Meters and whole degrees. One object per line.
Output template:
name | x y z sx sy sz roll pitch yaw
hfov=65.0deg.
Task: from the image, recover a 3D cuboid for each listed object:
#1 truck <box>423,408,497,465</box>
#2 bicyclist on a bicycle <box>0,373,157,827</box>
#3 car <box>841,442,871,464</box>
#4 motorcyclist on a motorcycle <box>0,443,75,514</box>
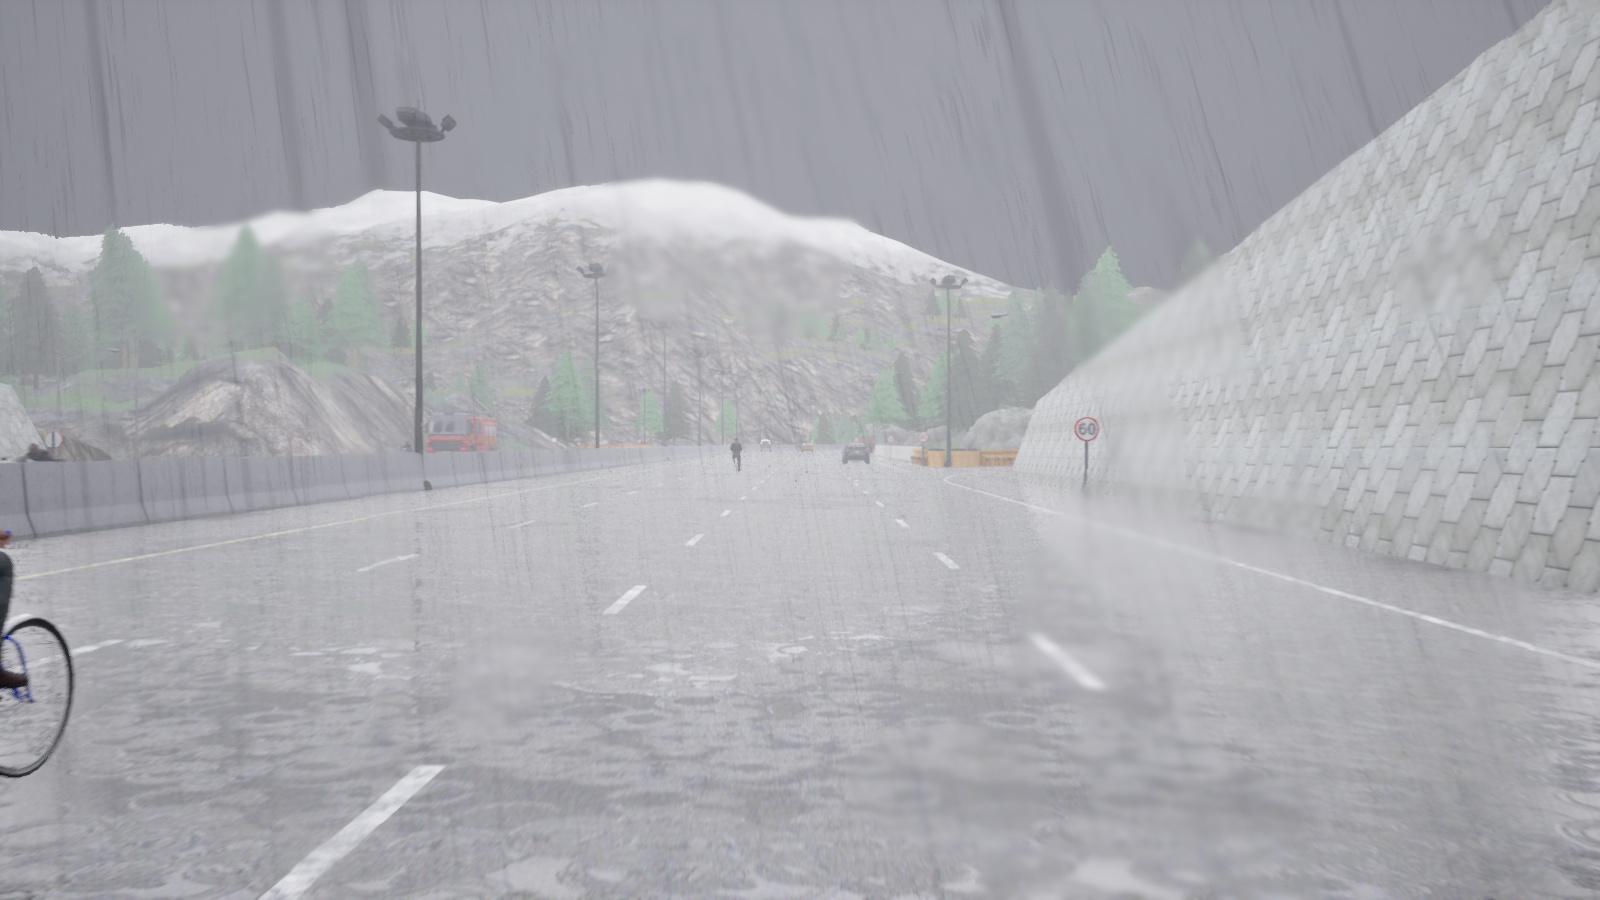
truck | -23.977 -0.939 89.001 2.891 3.827 8.468 0 0 0
bicyclist on a bicycle | -3.455 0.585 5.164 0.659 1.776 1.843 0 1 0
car | 4.033 0.184 90.879 2.007 1.525 4.514 0 0 0
motorcyclist on a motorcycle | -17.325 0.609 28.154 0.866 1.530 2.191 0 0 0
